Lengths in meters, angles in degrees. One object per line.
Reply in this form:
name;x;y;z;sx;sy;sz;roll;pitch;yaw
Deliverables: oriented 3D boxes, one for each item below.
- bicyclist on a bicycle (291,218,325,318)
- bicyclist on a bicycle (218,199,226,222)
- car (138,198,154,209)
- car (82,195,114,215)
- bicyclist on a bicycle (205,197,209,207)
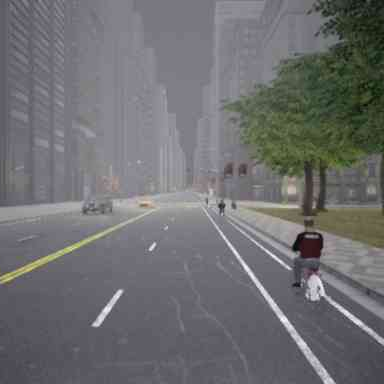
bicyclist on a bicycle;2.237;1.380;6.584;0.659;1.776;1.843;0;0;0
bicyclist on a bicycle;2.252;1.418;25.345;0.659;1.776;1.843;0;0;0
car;-6.558;1.603;47.822;1.882;1.535;5.008;0;-1;1
car;-9.854;1.301;35.276;2.150;2.045;5.566;0;0;0
bicyclist on a bicycle;2.247;1.588;49.973;0.582;1.620;1.656;0;-1;0
